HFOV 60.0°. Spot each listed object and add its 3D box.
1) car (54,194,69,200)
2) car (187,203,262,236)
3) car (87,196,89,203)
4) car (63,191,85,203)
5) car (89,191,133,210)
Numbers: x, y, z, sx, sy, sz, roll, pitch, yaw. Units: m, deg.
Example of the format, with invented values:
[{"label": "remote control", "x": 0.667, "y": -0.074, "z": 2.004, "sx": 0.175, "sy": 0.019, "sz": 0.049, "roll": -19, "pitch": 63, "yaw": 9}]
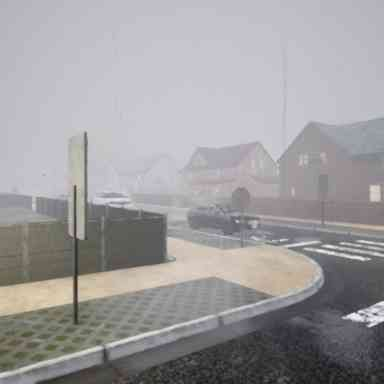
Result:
[{"label": "car", "x": -18.209, "y": 1.048, "z": 46.992, "sx": 1.837, "sy": 1.490, "sz": 4.892, "roll": 0, "pitch": 1, "yaw": -34}, {"label": "car", "x": 1.601, "y": 1.362, "z": 17.749, "sx": 2.128, "sy": 1.511, "sz": 4.902, "roll": 0, "pitch": 1, "yaw": -34}, {"label": "car", "x": -13.116, "y": 1.112, "z": 44.495, "sx": 1.994, "sy": 1.385, "sz": 4.181, "roll": 0, "pitch": 1, "yaw": -34}, {"label": "car", "x": -18.734, "y": 0.794, "z": 52.646, "sx": 2.097, "sy": 1.767, "sz": 4.553, "roll": 0, "pitch": 1, "yaw": -34}, {"label": "car", "x": -7.506, "y": 0.925, "z": 31.114, "sx": 2.150, "sy": 2.045, "sz": 5.566, "roll": 0, "pitch": 1, "yaw": -34}]
